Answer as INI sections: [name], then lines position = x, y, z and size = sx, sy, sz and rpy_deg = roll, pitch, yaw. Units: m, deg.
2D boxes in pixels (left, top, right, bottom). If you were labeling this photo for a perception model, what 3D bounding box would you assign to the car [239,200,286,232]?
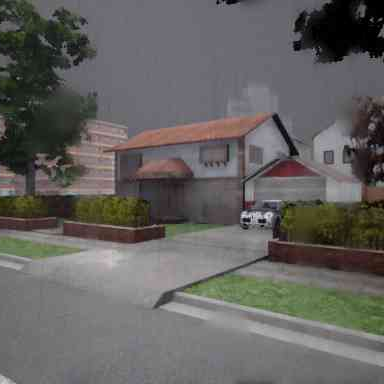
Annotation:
[car]
position = 4.066, 1.168, 17.411
size = 1.970, 1.475, 3.806
rpy_deg = 0, 0, 36
